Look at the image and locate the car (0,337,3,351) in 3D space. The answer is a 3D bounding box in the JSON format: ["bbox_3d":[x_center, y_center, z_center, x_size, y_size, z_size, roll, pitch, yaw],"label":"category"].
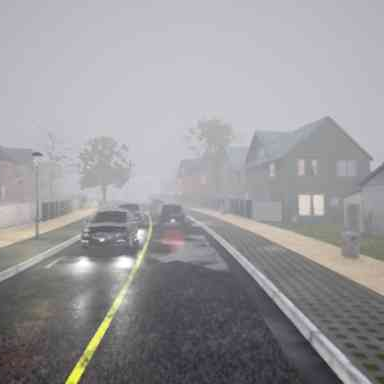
[{"bbox_3d":[-2.935,1.553,1.260,2.033,1.411,5.357,0,0,-1],"label":"car"}]

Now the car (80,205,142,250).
[{"bbox_3d":[-3.415,1.509,14.439,1.837,1.490,4.892,0,0,-4],"label":"car"}]

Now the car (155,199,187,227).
[{"bbox_3d":[-1.446,1.501,22.951,1.837,1.490,4.892,0,1,-7],"label":"car"}]

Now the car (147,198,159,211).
[{"bbox_3d":[-4.207,1.495,39.780,1.812,1.442,4.674,0,0,-11],"label":"car"}]

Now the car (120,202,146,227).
[{"bbox_3d":[-4.241,1.496,22.801,1.837,1.490,4.892,0,0,-6],"label":"car"}]
